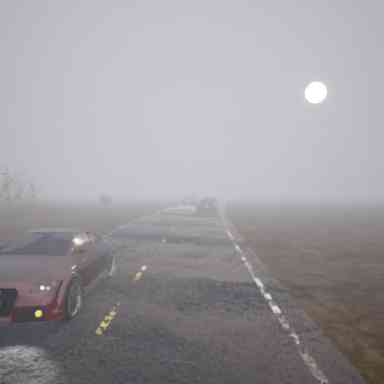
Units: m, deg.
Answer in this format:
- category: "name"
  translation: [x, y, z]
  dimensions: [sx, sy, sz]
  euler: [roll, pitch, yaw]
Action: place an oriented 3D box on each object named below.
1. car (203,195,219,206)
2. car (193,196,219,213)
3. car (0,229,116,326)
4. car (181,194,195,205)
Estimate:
- category: "car"
  translation: [2.623, 1.163, 45.387]
  dimensions: [1.994, 1.385, 4.181]
  euler: [0, 1, 7]
- category: "car"
  translation: [1.497, 1.276, 32.577]
  dimensions: [1.994, 1.385, 4.181]
  euler: [0, 1, 5]
- category: "car"
  translation: [-2.979, 1.499, 7.001]
  dimensions: [1.994, 1.385, 4.181]
  euler: [0, 1, 1]
- category: "car"
  translation: [-0.315, 1.072, 47.012]
  dimensions: [2.128, 1.511, 4.902]
  euler: [0, 1, 7]
